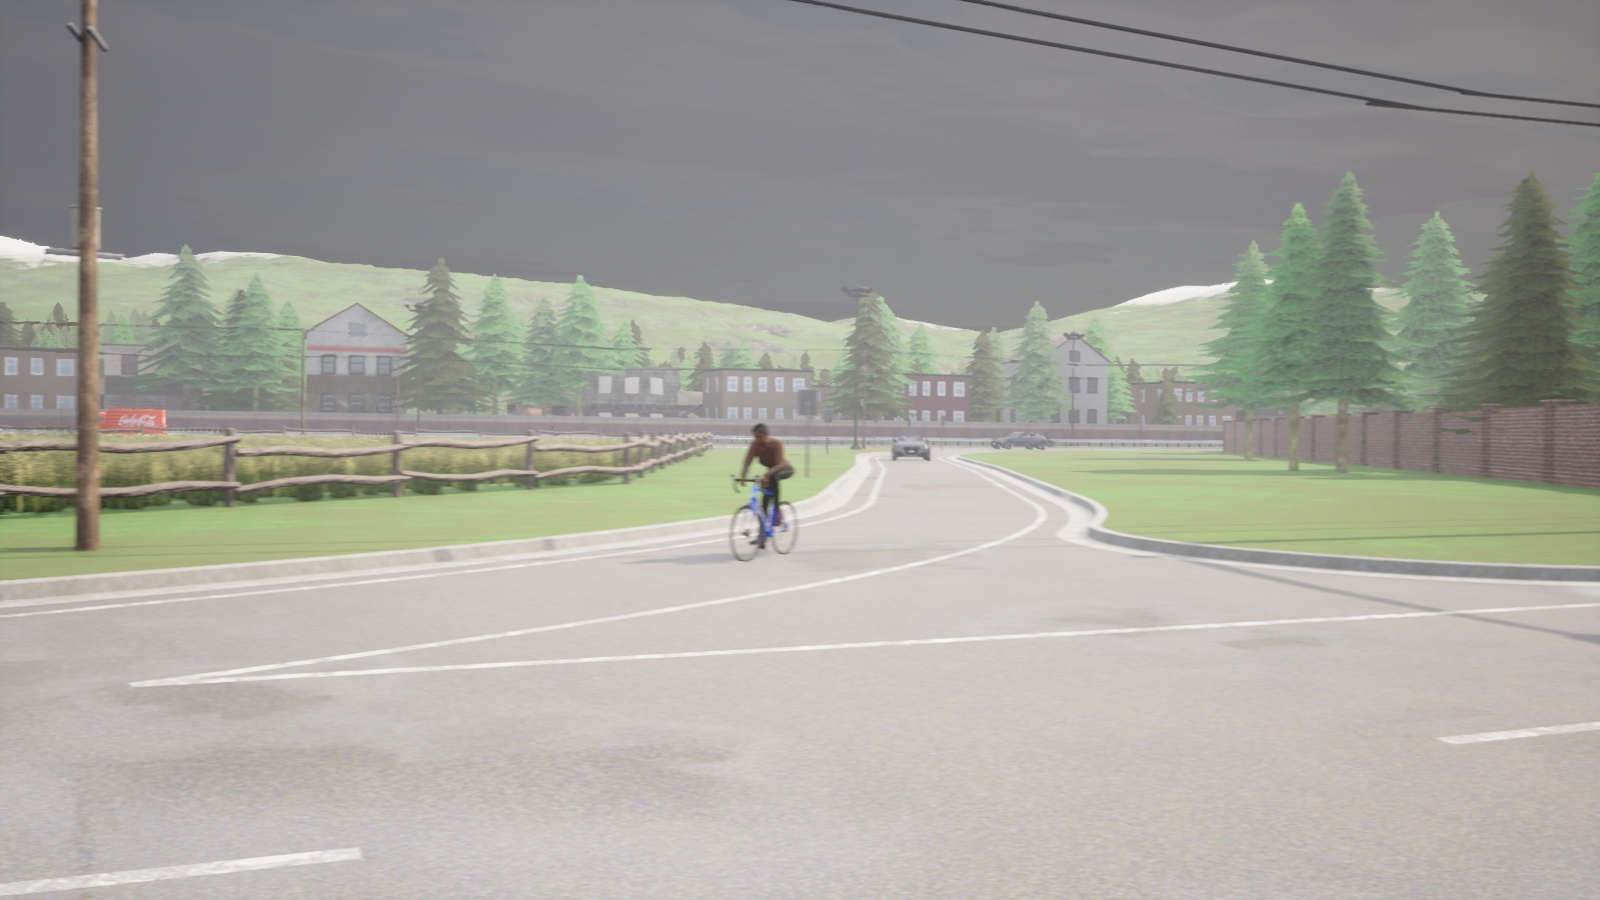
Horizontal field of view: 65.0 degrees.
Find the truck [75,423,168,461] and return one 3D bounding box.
[{"bbox_3d":[-45.980,-0.585,85.198,5.204,2.467,2.627,-1,1,-21],"label":"truck"}]

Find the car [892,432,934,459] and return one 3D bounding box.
[{"bbox_3d":[5.907,-0.259,66.016,1.994,1.385,4.181,-1,1,3],"label":"car"}]

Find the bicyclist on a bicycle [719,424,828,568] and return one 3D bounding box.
[{"bbox_3d":[-0.292,0.512,15.090,0.582,1.620,1.656,0,1,27],"label":"bicyclist on a bicycle"}]
